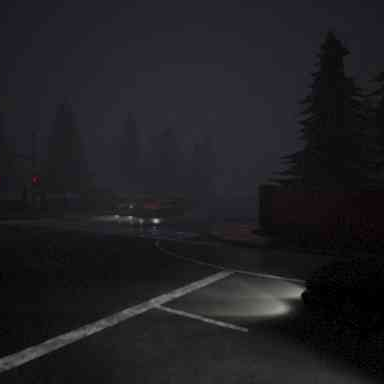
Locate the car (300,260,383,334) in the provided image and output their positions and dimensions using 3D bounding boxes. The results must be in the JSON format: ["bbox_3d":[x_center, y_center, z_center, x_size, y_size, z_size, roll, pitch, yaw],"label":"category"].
[{"bbox_3d":[4.544,1.548,5.024,5.357,1.411,2.033,0,0,36],"label":"car"}]

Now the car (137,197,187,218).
[{"bbox_3d":[-2.431,1.472,30.812,1.882,1.535,5.008,0,0,35],"label":"car"}]

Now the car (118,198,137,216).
[{"bbox_3d":[-5.163,1.345,33.007,2.097,1.767,4.553,0,0,35],"label":"car"}]
